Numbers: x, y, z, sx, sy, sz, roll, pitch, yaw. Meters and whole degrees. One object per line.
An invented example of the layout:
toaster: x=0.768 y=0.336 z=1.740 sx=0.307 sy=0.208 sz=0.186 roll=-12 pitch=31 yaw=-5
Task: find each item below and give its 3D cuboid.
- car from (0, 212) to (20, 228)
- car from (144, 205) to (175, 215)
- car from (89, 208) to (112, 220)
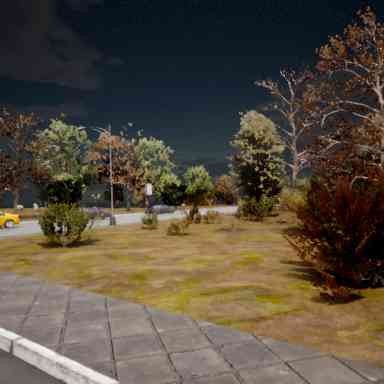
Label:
car: x=-17.073 y=2.369 z=27.674 sx=1.882 sy=1.535 sz=5.008 roll=-3 pitch=-2 yaw=33
car: x=-4.511 y=2.528 z=47.424 sx=2.033 sy=1.411 sz=5.357 roll=-3 pitch=-2 yaw=32
car: x=-11.314 y=2.464 z=36.592 sx=2.033 sy=1.411 sz=5.357 roll=-3 pitch=-2 yaw=32
